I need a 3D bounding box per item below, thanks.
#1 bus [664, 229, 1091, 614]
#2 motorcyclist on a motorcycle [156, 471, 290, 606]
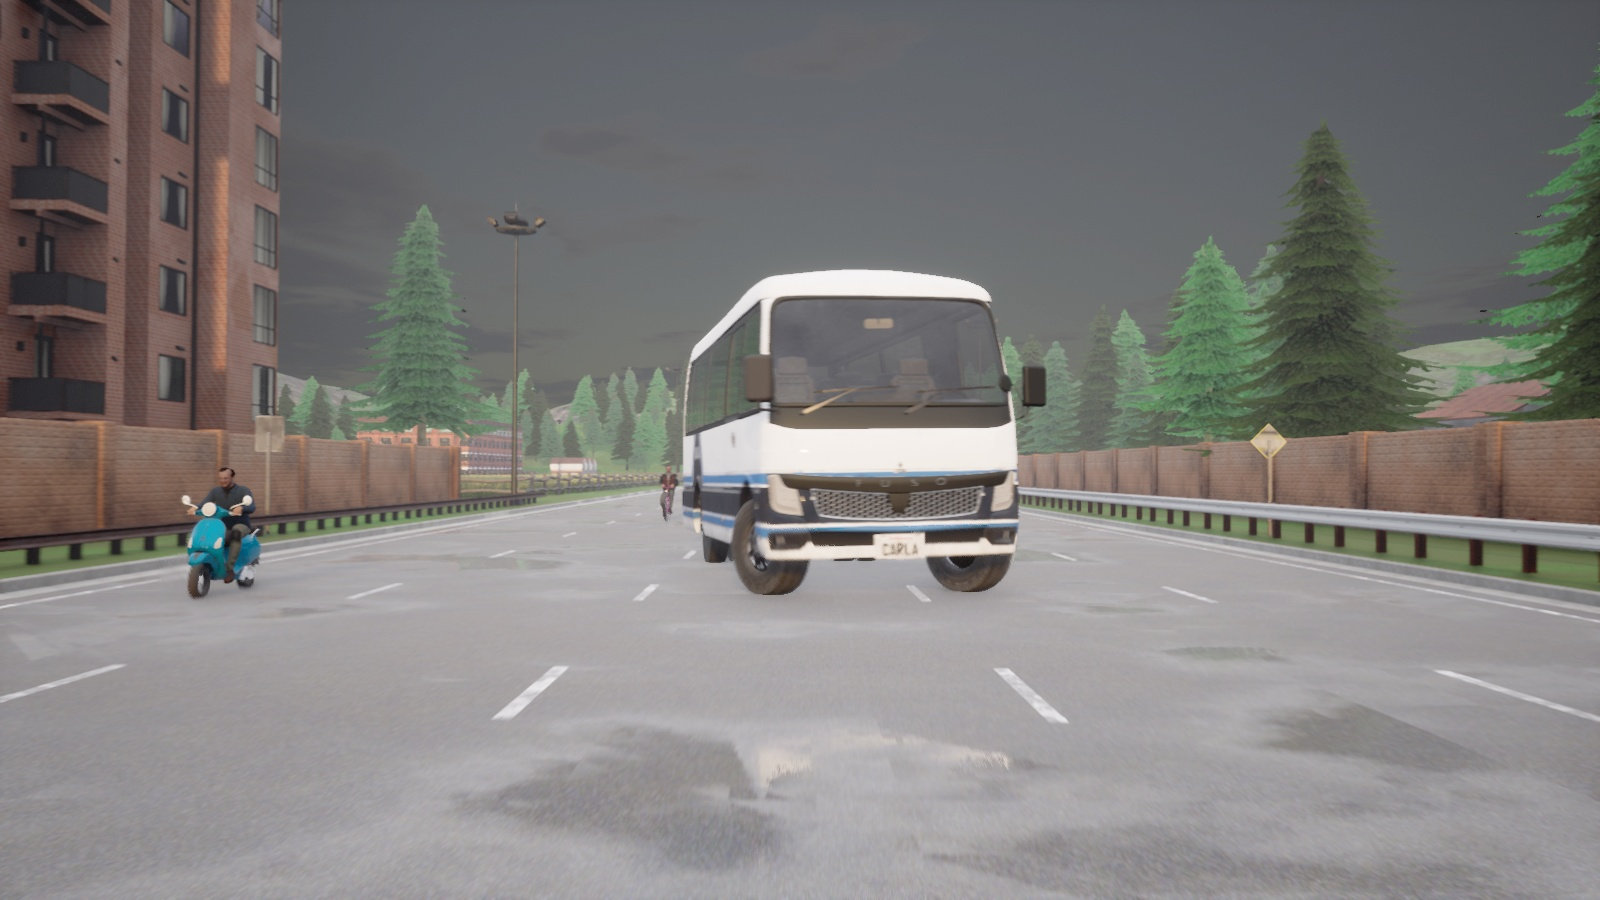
[{"bbox_3d":[0.399,-0.229,19.300,3.944,4.253,10.273,-1,-1,-11],"label":"bus"},{"bbox_3d":[-7.196,1.065,15.768,0.866,1.590,1.817,0,-1,-1],"label":"motorcyclist on a motorcycle"}]
